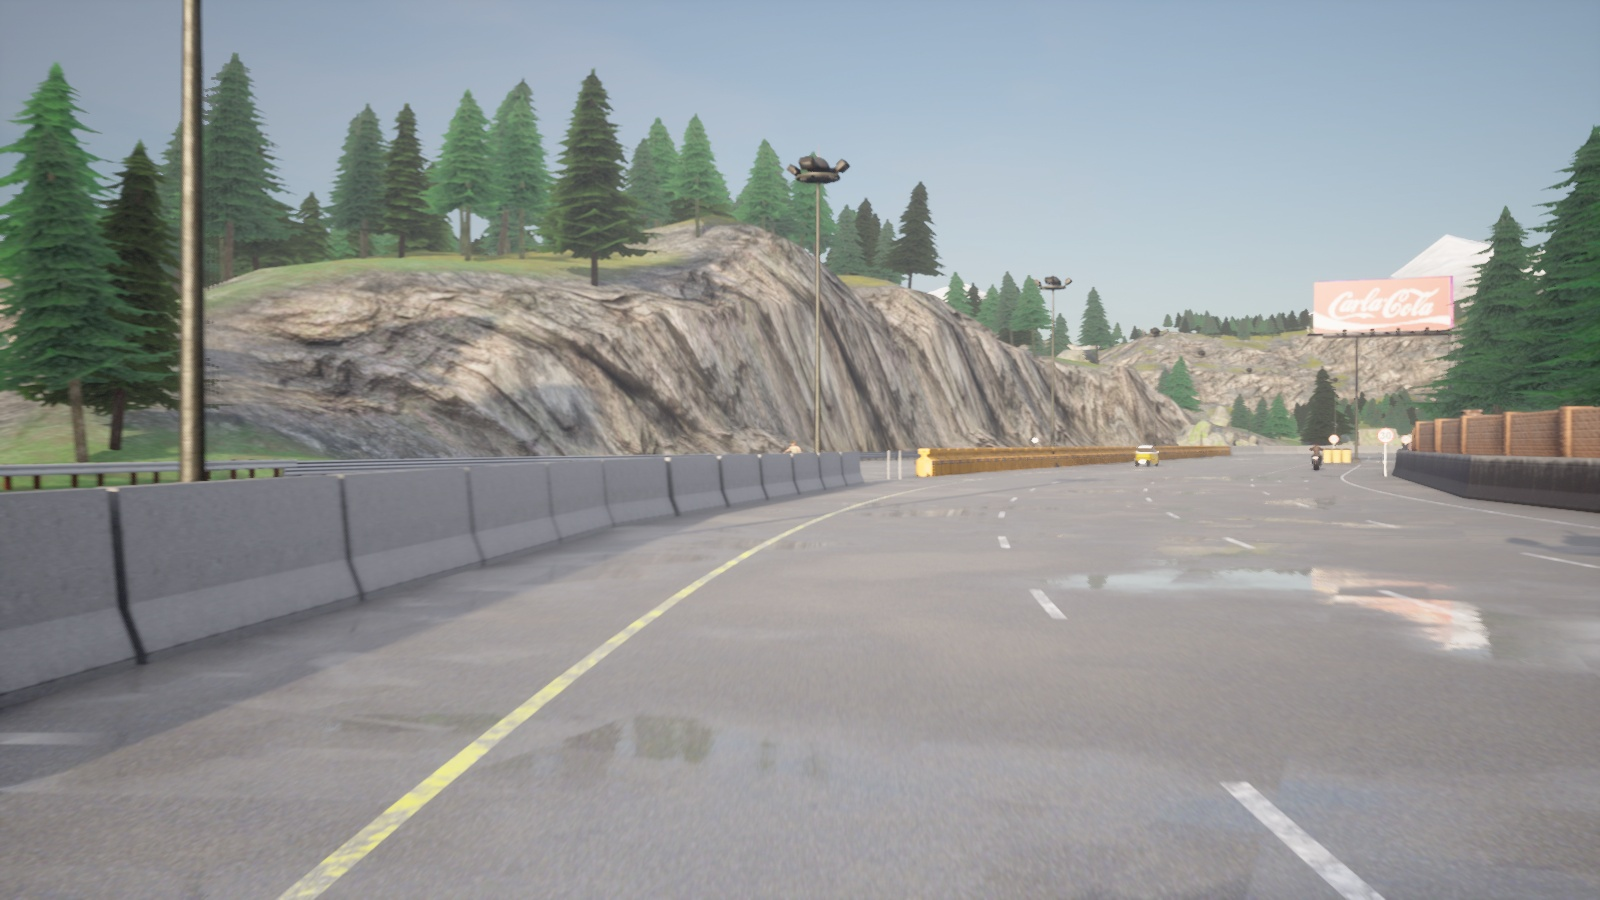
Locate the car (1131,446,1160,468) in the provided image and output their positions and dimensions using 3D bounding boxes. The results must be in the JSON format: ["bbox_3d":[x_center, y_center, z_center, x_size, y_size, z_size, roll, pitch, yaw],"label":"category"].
[{"bbox_3d":[22.214,0.419,80.716,1.481,1.376,2.207,0,1,25],"label":"car"}]
